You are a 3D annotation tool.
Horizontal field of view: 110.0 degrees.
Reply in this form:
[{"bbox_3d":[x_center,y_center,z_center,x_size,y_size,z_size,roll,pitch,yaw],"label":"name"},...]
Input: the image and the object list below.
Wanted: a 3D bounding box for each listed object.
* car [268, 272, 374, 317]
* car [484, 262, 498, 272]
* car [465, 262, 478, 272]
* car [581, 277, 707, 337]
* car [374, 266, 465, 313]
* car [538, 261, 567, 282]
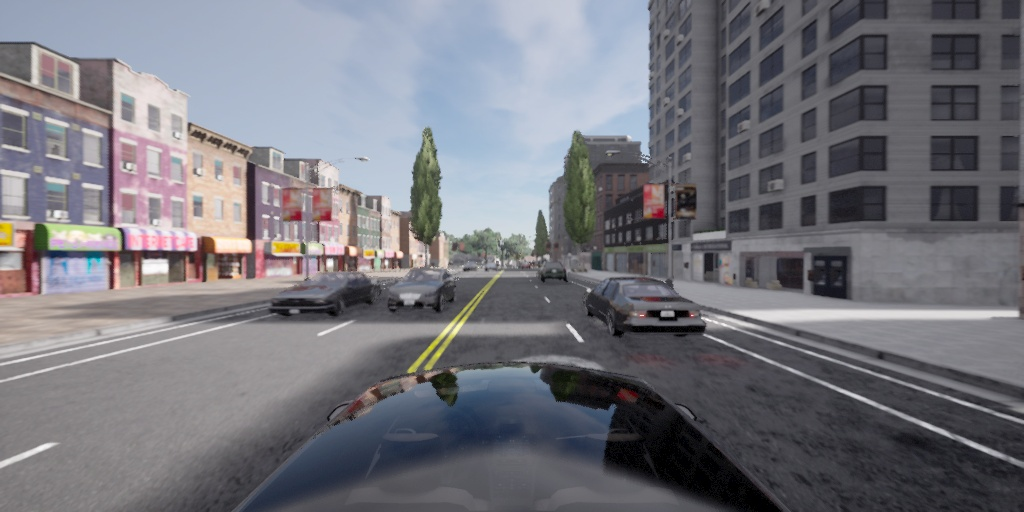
[{"bbox_3d":[-6.603,1.301,13.538,2.033,1.411,5.357,0,0,0],"label":"car"},{"bbox_3d":[-3.312,1.734,56.929,1.812,1.442,4.674,0,-1,0],"label":"car"},{"bbox_3d":[-6.563,1.712,56.955,1.837,1.490,4.892,0,-1,1],"label":"car"},{"bbox_3d":[3.349,1.294,10.230,2.033,1.411,5.357,0,0,0],"label":"car"},{"bbox_3d":[-3.353,1.247,14.146,2.128,1.511,4.902,0,0,0],"label":"car"},{"bbox_3d":[3.342,1.213,30.405,2.097,1.767,4.553,0,-1,0],"label":"car"}]
